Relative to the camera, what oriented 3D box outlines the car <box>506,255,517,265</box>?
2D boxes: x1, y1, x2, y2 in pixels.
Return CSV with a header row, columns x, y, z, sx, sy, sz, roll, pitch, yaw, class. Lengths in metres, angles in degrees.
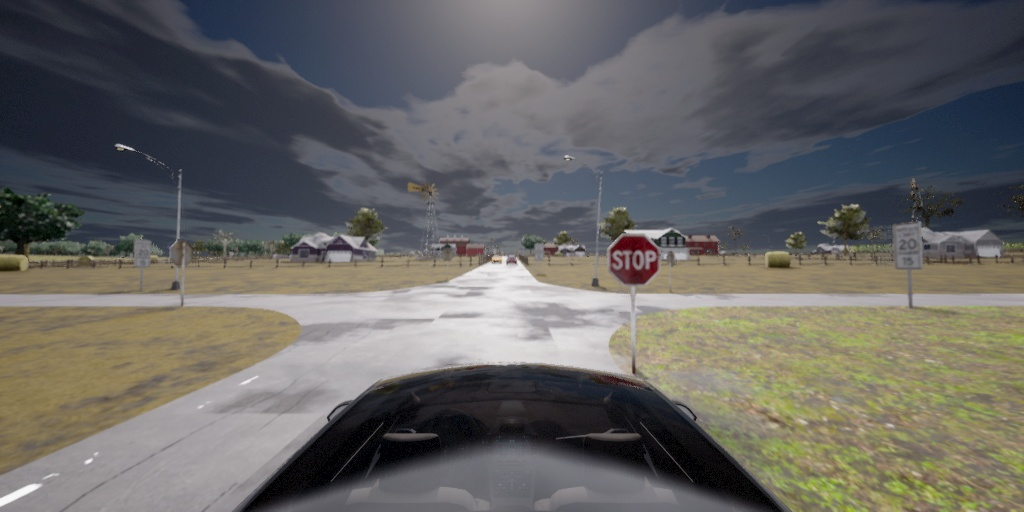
x,y,z,sx,sy,sz,roll,pitch,yaw,class
-0.042,0.823,62.253,1.895,1.301,4.718,0,1,0,car
